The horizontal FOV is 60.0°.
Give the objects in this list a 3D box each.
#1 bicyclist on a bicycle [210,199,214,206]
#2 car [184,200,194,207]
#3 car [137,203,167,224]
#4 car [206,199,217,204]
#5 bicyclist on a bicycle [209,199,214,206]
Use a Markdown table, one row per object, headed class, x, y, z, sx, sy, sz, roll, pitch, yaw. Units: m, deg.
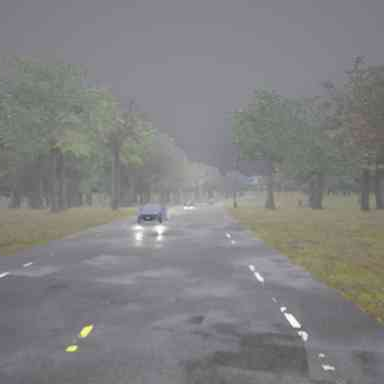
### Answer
| class | x | y | z | sx | sy | sz | roll | pitch | yaw |
| --- | --- | --- | --- | --- | --- | --- | --- | --- | --- |
| bicyclist on a bicycle | 4.836 | 2.450 | 79.666 | 0.866 | 1.612 | 1.509 | 0 | -1 | 5 |
| car | -0.645 | 2.308 | 68.596 | 2.128 | 1.511 | 4.902 | 0 | -1 | 5 |
| car | -3.128 | 1.656 | 26.874 | 1.882 | 1.535 | 5.008 | 0 | -1 | 2 |
| car | 5.057 | 2.701 | 91.677 | 1.895 | 1.301 | 4.718 | 0 | -1 | 7 |
| bicyclist on a bicycle | 4.067 | 2.296 | 71.276 | 0.866 | 1.612 | 1.509 | 0 | -1 | 5 |
